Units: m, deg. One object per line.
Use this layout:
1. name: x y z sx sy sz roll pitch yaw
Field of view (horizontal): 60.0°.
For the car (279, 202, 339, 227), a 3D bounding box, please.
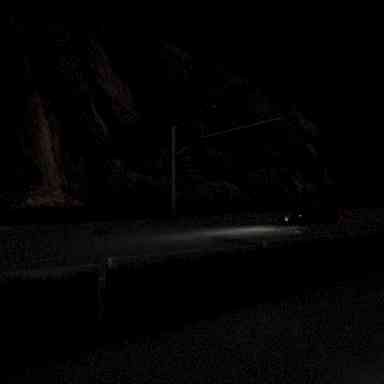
1. car: 8.026 1.478 22.703 4.902 1.511 2.128 0 0 -36
